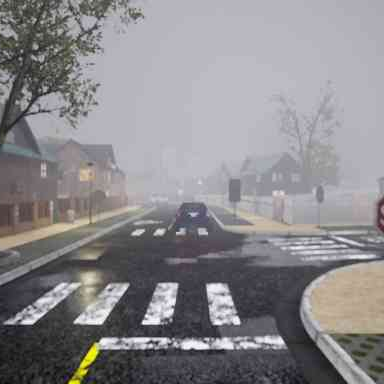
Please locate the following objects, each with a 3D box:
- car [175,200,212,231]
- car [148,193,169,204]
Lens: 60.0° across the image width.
[{"bbox_3d":[0.085,1.327,20.461,2.097,1.767,4.553,0,0,0],"label":"car"},{"bbox_3d":[-6.661,1.310,65.516,2.150,2.045,5.566,0,0,-34],"label":"car"}]
